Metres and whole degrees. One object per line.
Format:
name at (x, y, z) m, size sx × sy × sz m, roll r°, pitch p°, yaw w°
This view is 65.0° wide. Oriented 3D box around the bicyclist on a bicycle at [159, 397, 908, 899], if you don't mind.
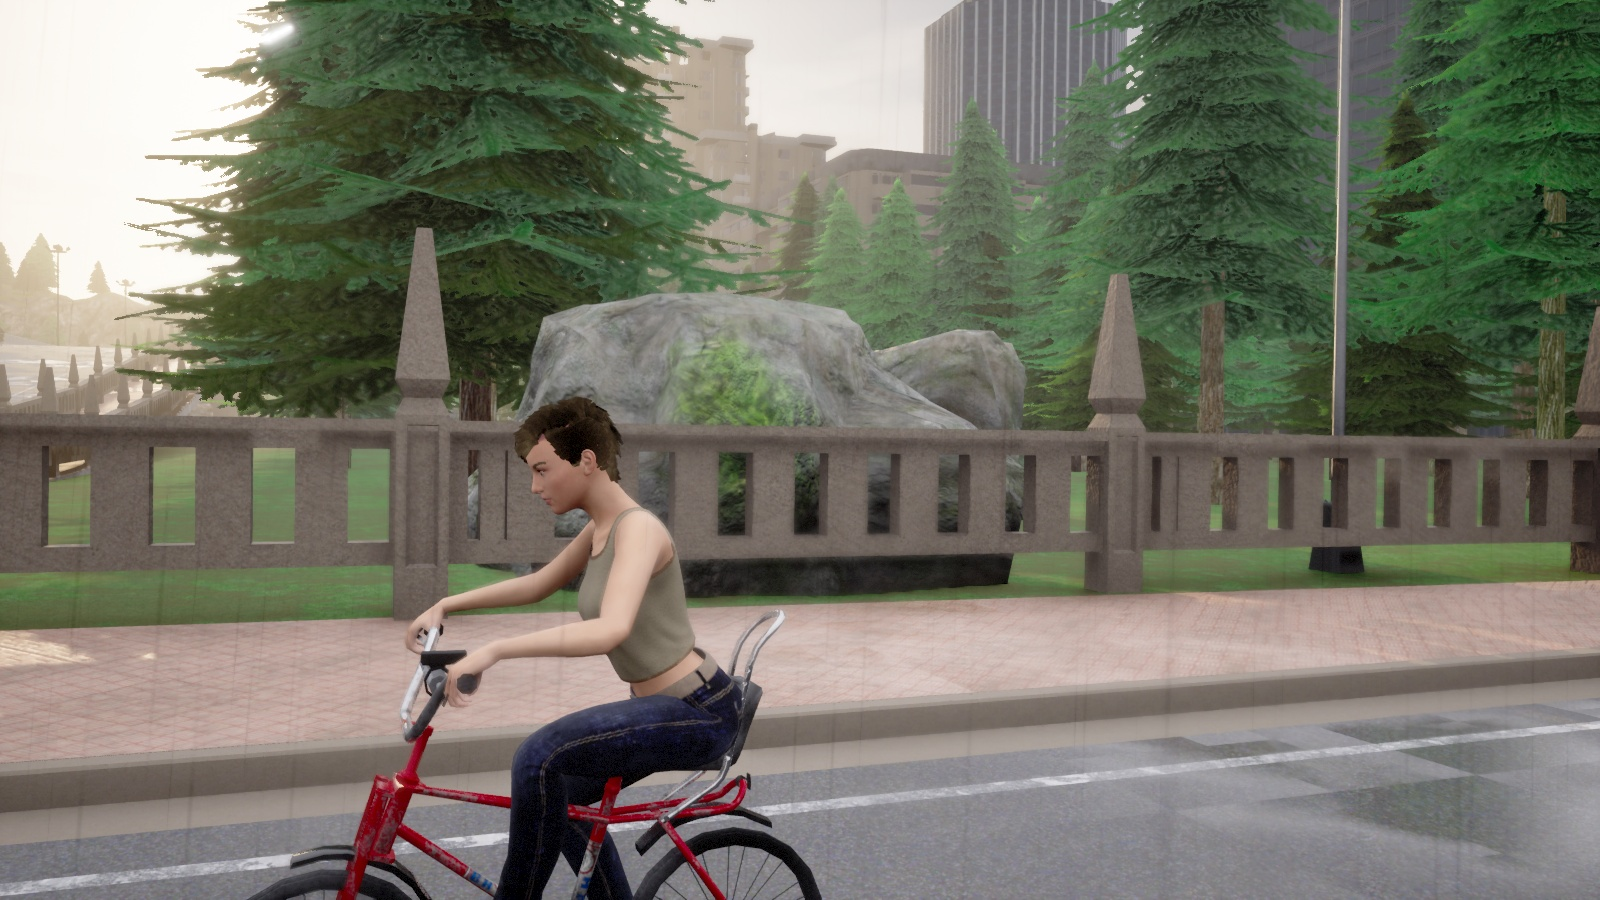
bicyclist on a bicycle at (-0.616, 0.692, 2.999) m, size 1.509 × 1.612 × 0.866 m, roll -1°, pitch 1°, yaw -20°
